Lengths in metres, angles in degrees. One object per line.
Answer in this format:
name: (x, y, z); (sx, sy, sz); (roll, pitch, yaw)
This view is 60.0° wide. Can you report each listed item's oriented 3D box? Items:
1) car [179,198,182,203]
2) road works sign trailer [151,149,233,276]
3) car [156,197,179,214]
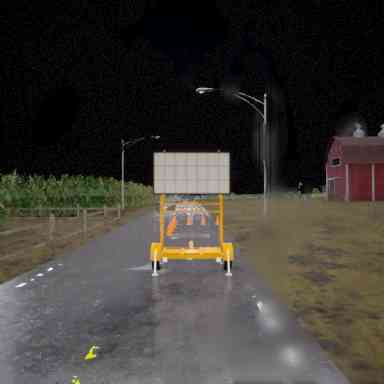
car: (-2.843, 1.827, 64.916); (1.837, 1.490, 4.892); (0, -1, 0)
road works sign trailer: (-0.009, 0.477, 10.395); (2.380, 3.560, 2.880); (0, 0, 0)
car: (-2.903, 1.569, 37.127); (2.128, 1.511, 4.902); (0, 0, 0)
